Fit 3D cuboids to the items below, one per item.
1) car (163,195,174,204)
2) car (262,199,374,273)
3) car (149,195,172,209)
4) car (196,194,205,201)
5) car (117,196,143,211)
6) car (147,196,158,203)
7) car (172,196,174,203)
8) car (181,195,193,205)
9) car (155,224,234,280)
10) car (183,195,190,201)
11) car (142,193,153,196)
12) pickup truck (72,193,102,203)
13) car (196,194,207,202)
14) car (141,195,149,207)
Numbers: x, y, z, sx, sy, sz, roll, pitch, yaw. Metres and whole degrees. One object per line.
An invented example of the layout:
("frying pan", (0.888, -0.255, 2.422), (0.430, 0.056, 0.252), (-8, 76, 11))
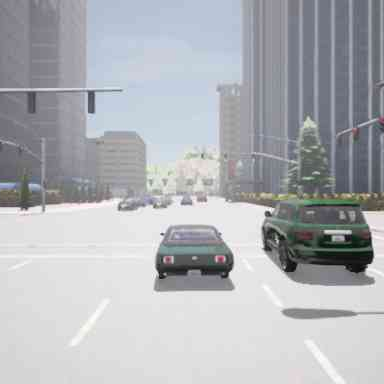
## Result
("car", (-4.661, 1.498, 67.306), (1.882, 1.535, 5.008), (0, 0, -1))
("car", (3.712, 1.226, 10.837), (2.150, 2.045, 5.566), (0, 0, 3))
("car", (-4.425, 1.506, 46.742), (2.128, 1.511, 4.902), (0, 0, -1))
("car", (2.082, 1.412, 83.541), (1.882, 1.535, 5.008), (0, 0, -1))
("car", (-7.898, 1.504, 41.077), (2.128, 1.511, 4.902), (0, 0, 1))
("car", (-8.196, 1.574, 69.452), (1.994, 1.385, 4.181), (0, 0, -1))
("car", (-4.558, 1.509, 56.997), (2.128, 1.511, 4.902), (0, 0, -1))
("car", (-0.922, 1.581, 58.150), (1.994, 1.385, 4.181), (0, 0, -1))
("car", (-0.029, 1.604, 9.987), (1.895, 1.301, 4.718), (0, 0, -2))
("car", (-1.417, 1.525, 83.433), (1.837, 1.490, 4.892), (0, 0, -1))
("car", (-8.077, 1.240, 59.470), (2.150, 2.045, 5.566), (0, 0, 0))
("pickup truck", (-21.293, 1.080, 67.812), (2.390, 2.098, 6.274), (0, 0, 30))
("car", (2.245, 1.370, 73.261), (2.097, 1.767, 4.553), (0, 0, -1))
("car", (-7.972, 1.579, 49.987), (1.994, 1.385, 4.181), (0, 0, -1))
